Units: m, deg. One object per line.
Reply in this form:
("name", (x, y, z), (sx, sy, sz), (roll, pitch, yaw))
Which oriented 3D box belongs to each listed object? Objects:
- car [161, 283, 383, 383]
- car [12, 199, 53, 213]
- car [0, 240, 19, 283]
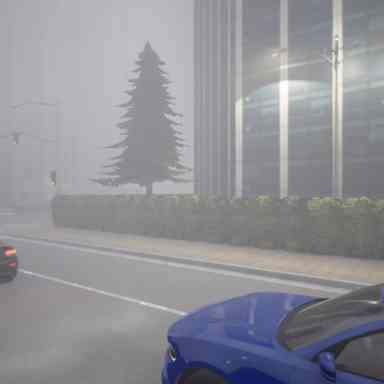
("car", (1.995, 1.478, 2.571), (5.008, 1.535, 1.882), (0, 0, 36))
("car", (-17.157, 1.536, 37.407), (2.033, 1.411, 5.357), (0, 0, 36))
("car", (-6.134, 1.523, 8.321), (4.674, 1.442, 1.812), (0, 0, 36))
